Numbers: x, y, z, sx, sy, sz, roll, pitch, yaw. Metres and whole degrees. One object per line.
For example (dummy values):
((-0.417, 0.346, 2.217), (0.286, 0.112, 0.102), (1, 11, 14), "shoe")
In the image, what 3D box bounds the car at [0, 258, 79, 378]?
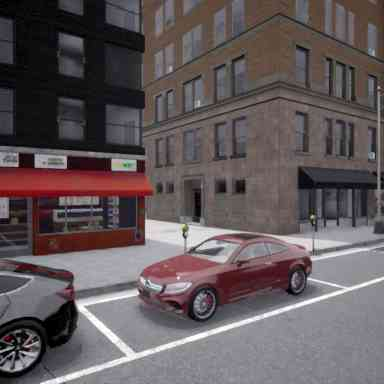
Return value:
((-3.597, 1.566, 3.969), (4.313, 1.339, 1.947), (0, 0, -35), "car")

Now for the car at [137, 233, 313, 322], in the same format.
((0.884, 1.582, 7.160), (4.206, 1.307, 1.802), (0, 0, -35), "car")
